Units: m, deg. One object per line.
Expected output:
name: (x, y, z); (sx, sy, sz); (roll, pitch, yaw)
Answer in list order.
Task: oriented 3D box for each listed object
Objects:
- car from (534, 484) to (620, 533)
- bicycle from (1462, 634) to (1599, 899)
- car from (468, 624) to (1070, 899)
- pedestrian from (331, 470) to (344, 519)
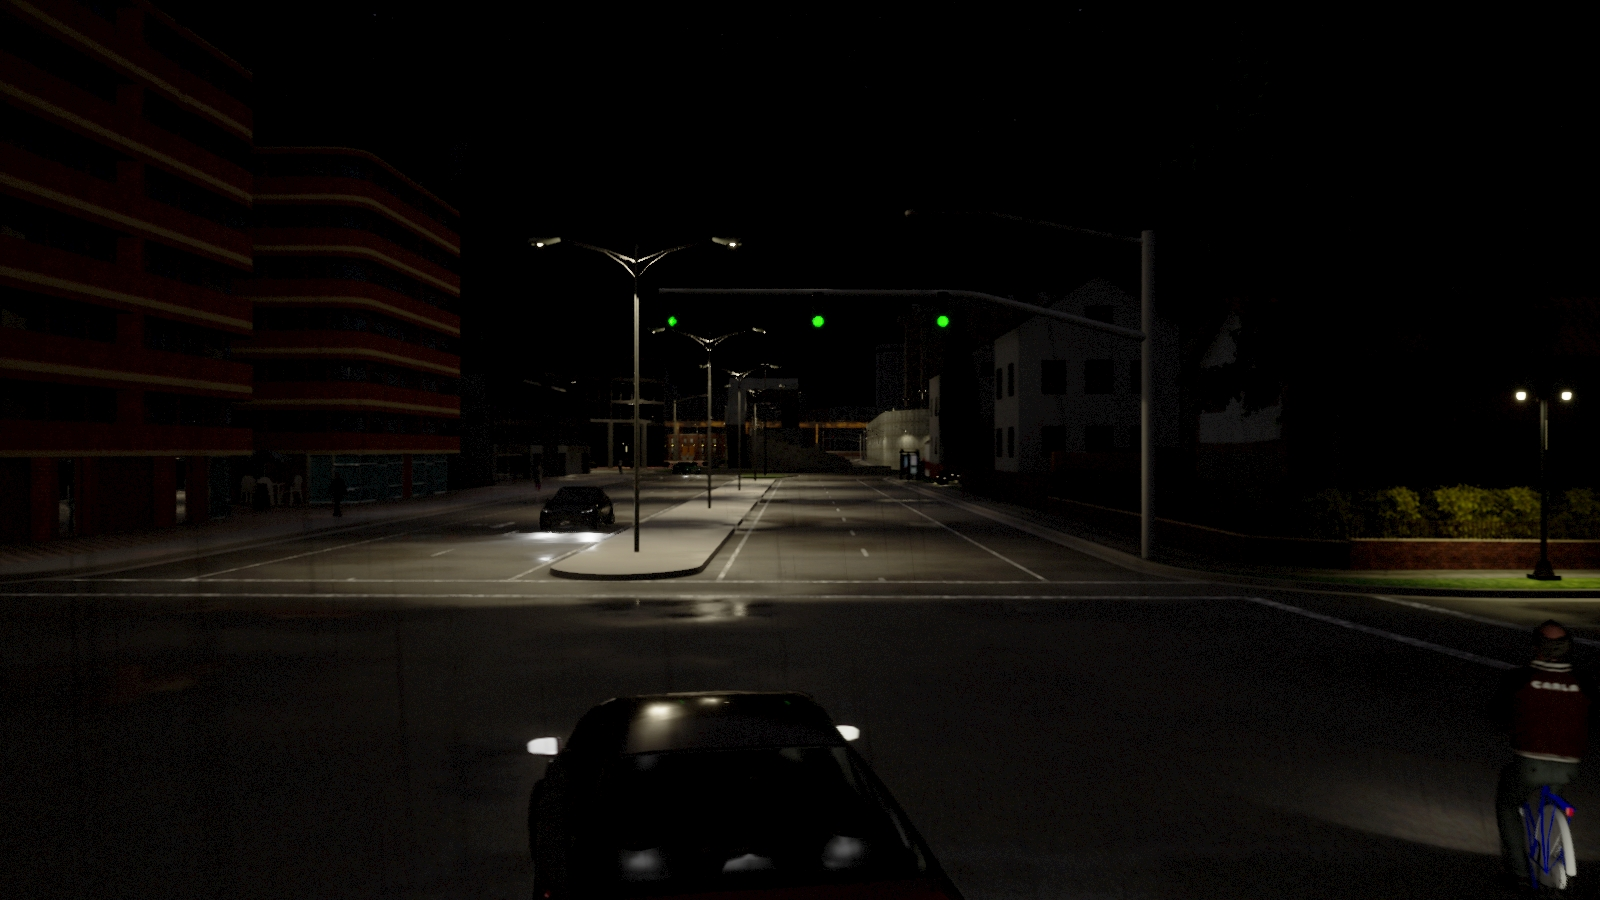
car: (-7.951, 2.064, 41.243); (2.163, 1.488, 4.792); (0, 0, 0)
bicycle: (4.510, 2.048, 7.106); (0.329, 1.496, 1.835); (2, 1, 21)
car: (-0.457, 2.040, 5.984); (2.007, 1.525, 4.514); (0, 0, -10)
pedestrian: (-17.805, 1.699, 44.001); (0.375, 1.860, 0.375); (0, 0, -2)
